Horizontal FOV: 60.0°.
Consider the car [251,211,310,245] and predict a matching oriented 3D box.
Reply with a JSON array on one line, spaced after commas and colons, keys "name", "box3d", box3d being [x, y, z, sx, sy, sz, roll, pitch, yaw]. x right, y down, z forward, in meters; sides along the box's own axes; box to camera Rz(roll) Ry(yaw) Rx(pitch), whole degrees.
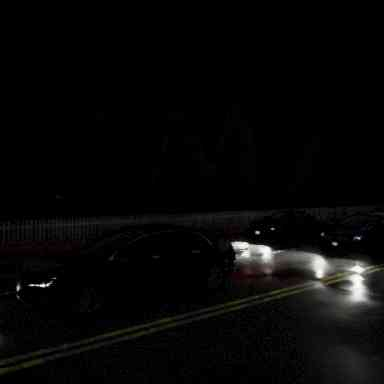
[{"name": "car", "box3d": [4.504, 1.600, 15.718, 4.181, 1.385, 1.994, 0, 0, -35]}]

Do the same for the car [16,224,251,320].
[{"name": "car", "box3d": [-1.164, 1.516, 7.436, 4.892, 1.490, 1.837, 1, 0, -35]}]

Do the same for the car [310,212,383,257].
[{"name": "car", "box3d": [6.996, 1.563, 13.186, 4.674, 1.442, 1.812, 0, 0, -35]}]
